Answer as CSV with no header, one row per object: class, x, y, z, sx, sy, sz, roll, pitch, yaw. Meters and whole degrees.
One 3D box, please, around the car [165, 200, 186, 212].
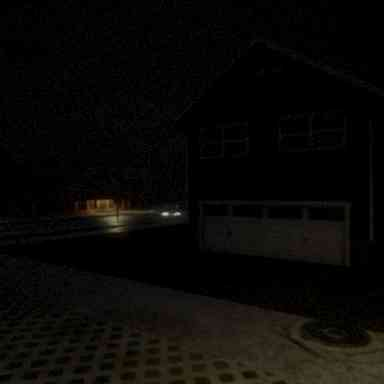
car,-2.015,1.769,44.809,1.882,1.535,5.008,0,0,18
